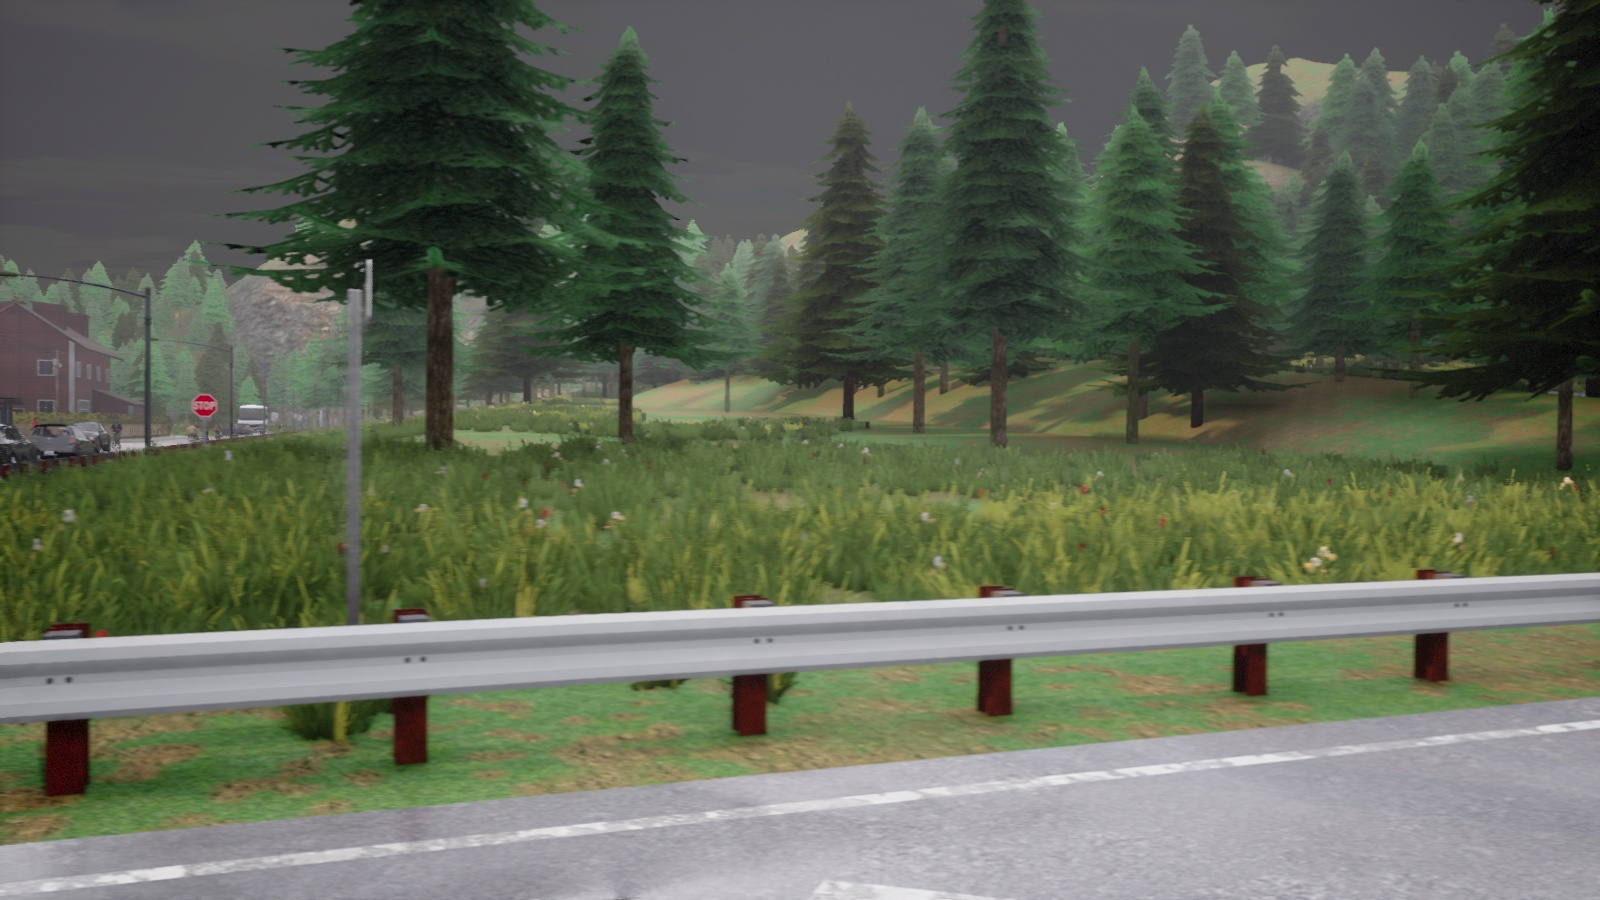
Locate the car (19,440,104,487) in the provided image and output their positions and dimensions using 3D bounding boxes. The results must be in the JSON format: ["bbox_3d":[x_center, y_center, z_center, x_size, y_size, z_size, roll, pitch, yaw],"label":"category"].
[{"bbox_3d":[-25.296,0.414,43.127,1.845,1.501,3.633,-1,1,-20],"label":"car"}]

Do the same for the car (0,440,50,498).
[{"bbox_3d":[-22.190,0.510,34.479,1.837,1.490,4.892,-1,0,-20],"label":"car"}]

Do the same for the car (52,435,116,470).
[{"bbox_3d":[-36.651,0.110,64.380,2.033,1.649,4.856,-1,1,-20],"label":"car"}]
